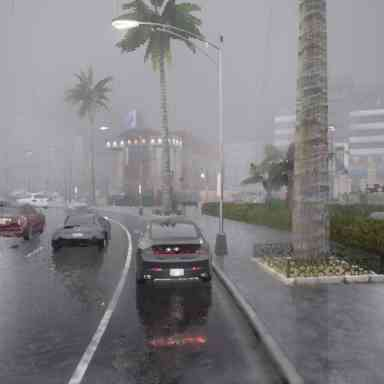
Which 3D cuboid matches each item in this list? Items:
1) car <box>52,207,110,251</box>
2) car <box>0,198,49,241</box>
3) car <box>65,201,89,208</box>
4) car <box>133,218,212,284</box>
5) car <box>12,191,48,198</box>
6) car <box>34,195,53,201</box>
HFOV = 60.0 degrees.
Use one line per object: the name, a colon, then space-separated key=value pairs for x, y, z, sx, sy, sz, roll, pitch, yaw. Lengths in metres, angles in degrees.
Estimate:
car: x=-4.616 y=1.560 z=14.279 sx=1.994 sy=1.385 sz=4.181 roll=0 pitch=0 yaw=-11
car: x=-8.702 y=1.345 z=16.427 sx=2.097 sy=1.767 sz=4.553 roll=0 pitch=0 yaw=-14
car: x=-9.985 y=1.517 z=29.045 sx=1.812 sy=1.442 sz=4.674 roll=0 pitch=0 yaw=-28
car: x=-0.632 y=1.504 z=9.664 sx=1.837 sy=1.490 sz=4.892 roll=0 pitch=0 yaw=-7
car: x=-20.131 y=1.204 z=41.820 sx=5.566 sy=2.045 sz=2.150 roll=0 pitch=0 yaw=41
car: x=-35.192 y=1.375 z=78.806 sx=4.193 sy=1.474 sz=1.816 roll=0 pitch=0 yaw=21
